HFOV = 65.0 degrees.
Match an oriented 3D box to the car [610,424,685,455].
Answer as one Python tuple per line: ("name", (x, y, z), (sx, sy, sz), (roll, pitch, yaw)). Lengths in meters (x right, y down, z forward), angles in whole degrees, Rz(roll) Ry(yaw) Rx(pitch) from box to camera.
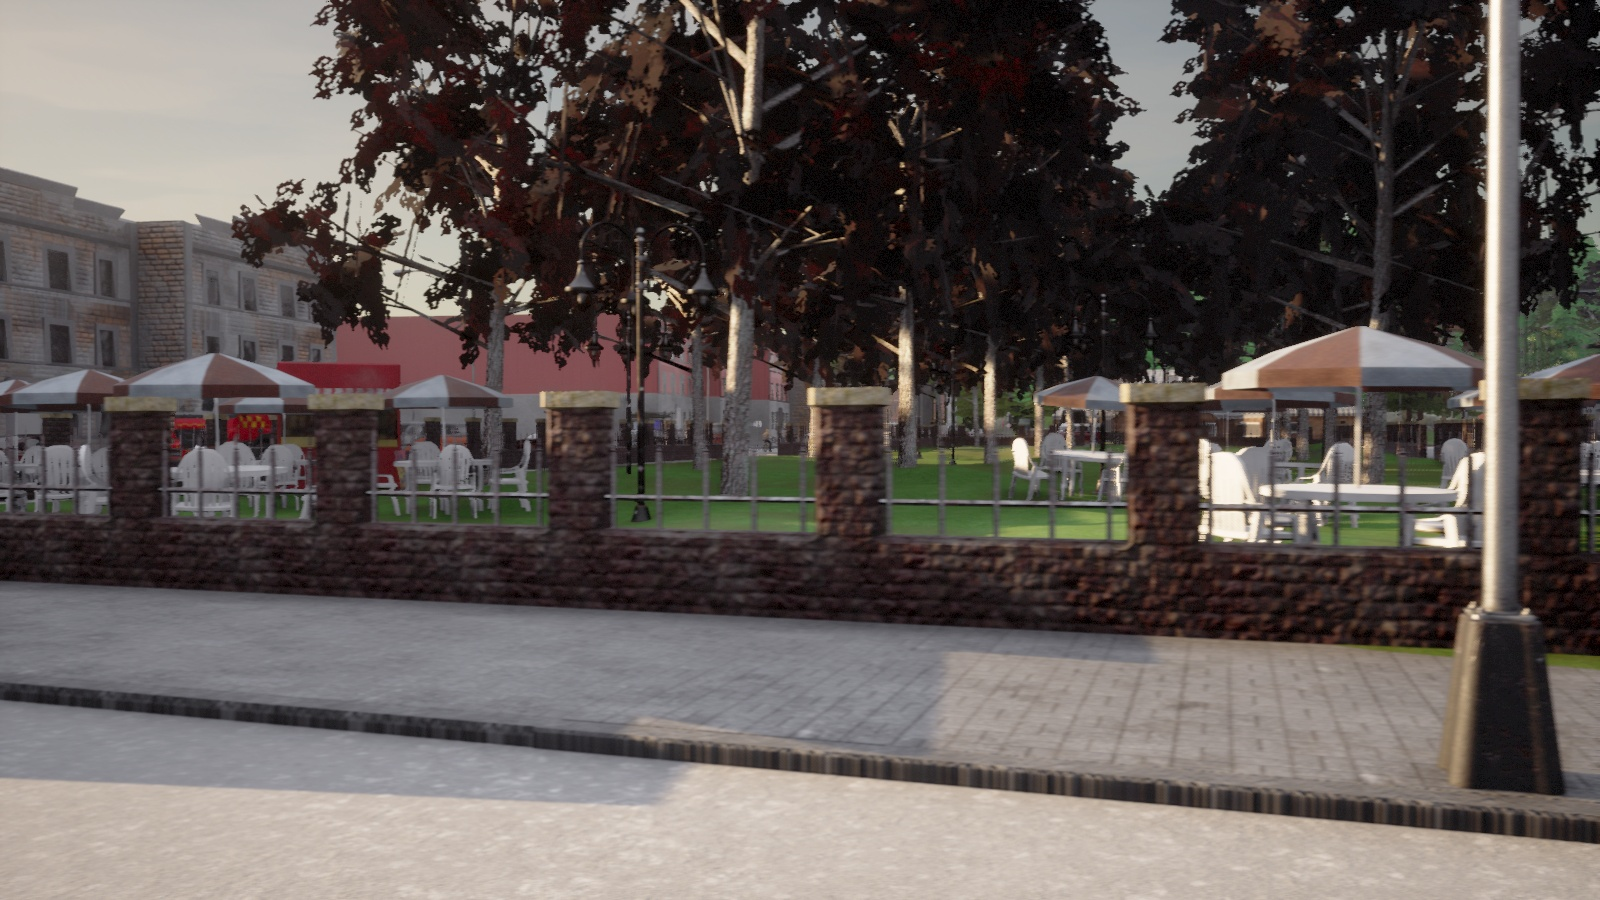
("car", (-8.327, -0.584, 69.231), (2.152, 1.651, 5.027), (1, 1, 19))

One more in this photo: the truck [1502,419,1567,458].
("truck", (48.103, -0.768, 82.382), (2.627, 2.467, 5.204), (1, 1, 19))

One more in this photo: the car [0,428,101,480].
("car", (-23.242, 0.099, 37.298), (1.816, 1.474, 4.193), (1, 1, 19))

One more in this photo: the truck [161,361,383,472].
("truck", (-19.752, -1.232, 47.691), (2.891, 3.827, 8.468), (1, 1, 18))

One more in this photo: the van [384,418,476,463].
("van", (-16.680, -0.451, 56.905), (1.775, 1.987, 4.442), (1, 1, 18))
